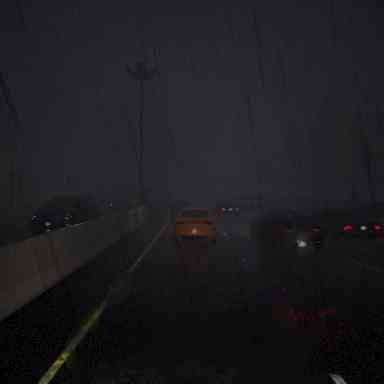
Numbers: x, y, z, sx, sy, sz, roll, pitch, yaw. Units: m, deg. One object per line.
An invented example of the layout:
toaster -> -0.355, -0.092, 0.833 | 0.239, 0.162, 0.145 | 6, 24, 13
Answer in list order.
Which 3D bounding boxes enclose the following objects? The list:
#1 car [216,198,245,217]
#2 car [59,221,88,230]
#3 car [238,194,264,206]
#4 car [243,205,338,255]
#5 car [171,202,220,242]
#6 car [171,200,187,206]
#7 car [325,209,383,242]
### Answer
car -> 3.080, 1.542, 31.051 | 2.033, 1.411, 5.357 | 0, 0, -5
car -> -7.100, 1.218, 19.124 | 2.150, 2.045, 5.566 | 0, 0, 0
car -> 6.045, 1.215, 36.016 | 2.150, 2.045, 5.566 | 0, 0, -7
car -> 3.601, 1.489, 13.272 | 2.128, 1.511, 4.902 | 0, 0, 0
car -> 0.102, 1.475, 16.258 | 1.882, 1.535, 5.008 | 0, 0, 0
car -> -1.238, 1.557, 37.394 | 1.994, 1.385, 4.181 | 0, 0, -8
car -> 7.097, 1.545, 16.306 | 2.033, 1.411, 5.357 | 0, 0, 0
